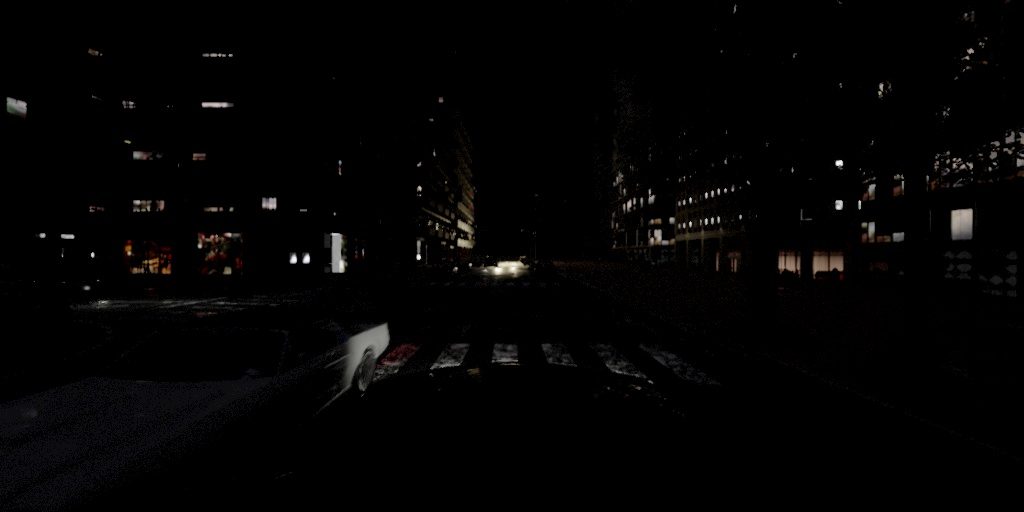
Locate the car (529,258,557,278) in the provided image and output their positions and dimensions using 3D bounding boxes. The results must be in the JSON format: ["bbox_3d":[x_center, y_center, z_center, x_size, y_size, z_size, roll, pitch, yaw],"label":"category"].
[{"bbox_3d":[2.755,1.109,30.422,1.888,1.381,4.507,0,0,0],"label":"car"}]

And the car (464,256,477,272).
[{"bbox_3d":[-5.600,1.049,41.507,2.007,1.370,4.403,0,0,0],"label":"car"}]

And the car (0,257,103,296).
[{"bbox_3d":[-18.617,0.922,13.615,4.902,1.511,2.128,1,0,0],"label":"car"}]

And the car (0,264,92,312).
[{"bbox_3d":[-16.414,1.027,11.049,4.403,1.370,2.007,0,0,0],"label":"car"}]

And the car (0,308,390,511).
[{"bbox_3d":[-2.997,1.336,3.829,1.895,1.301,4.718,0,0,0],"label":"car"}]

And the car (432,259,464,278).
[{"bbox_3d":[-5.625,1.115,30.441,2.007,1.370,4.403,0,0,0],"label":"car"}]

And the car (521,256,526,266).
[{"bbox_3d":[2.818,0.987,58.084,1.802,1.307,4.207,0,0,0],"label":"car"}]

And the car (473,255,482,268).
[{"bbox_3d":[-5.575,0.876,52.572,1.967,1.591,4.097,0,0,0],"label":"car"}]

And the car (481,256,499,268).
[{"bbox_3d":[-2.891,0.947,50.567,1.837,1.490,4.892,0,1,0],"label":"car"}]

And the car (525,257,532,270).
[{"bbox_3d":[2.780,1.024,41.657,1.751,1.417,4.829,0,0,0],"label":"car"}]
